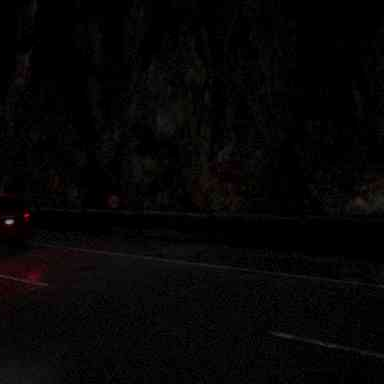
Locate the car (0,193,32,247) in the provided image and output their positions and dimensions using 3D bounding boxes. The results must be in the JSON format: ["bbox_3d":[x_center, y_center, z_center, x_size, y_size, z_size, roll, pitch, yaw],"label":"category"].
[{"bbox_3d":[-8.502,1.074,12.641,5.566,2.045,2.150,1,1,30],"label":"car"}]
